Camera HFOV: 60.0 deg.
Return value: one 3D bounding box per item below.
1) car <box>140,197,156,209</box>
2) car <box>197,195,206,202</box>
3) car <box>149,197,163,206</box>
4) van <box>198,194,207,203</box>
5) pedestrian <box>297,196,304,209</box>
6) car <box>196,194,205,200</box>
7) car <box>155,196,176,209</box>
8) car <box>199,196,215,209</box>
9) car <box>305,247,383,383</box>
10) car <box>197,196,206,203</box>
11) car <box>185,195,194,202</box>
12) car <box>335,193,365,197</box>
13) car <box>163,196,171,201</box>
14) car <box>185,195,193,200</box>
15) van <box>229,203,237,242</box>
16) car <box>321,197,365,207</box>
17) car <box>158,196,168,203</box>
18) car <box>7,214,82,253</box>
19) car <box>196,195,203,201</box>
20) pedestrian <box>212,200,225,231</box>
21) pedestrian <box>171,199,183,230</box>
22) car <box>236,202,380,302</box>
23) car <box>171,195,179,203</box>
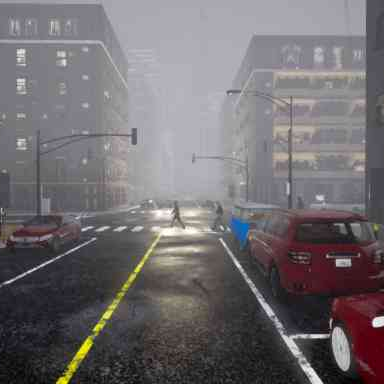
[{"bbox_3d":[-6.080,1.569,46.043,1.947,1.339,4.313,0,0,0],"label":"car"},{"bbox_3d":[2.255,1.571,51.625,1.947,1.339,4.313,0,0,0],"label":"car"},{"bbox_3d":[-6.173,1.574,57.090,1.947,1.339,4.313,0,0,0],"label":"car"},{"bbox_3d":[2.113,1.356,68.194,1.690,1.788,3.998,0,0,0],"label":"van"},{"bbox_3d":[5.893,1.139,18.199,0.375,1.860,0.375,0,0,0],"label":"pedestrian"},{"bbox_3d":[2.161,1.556,62.671,1.887,1.381,4.507,0,0,0],"label":"car"},{"bbox_3d":[-3.449,1.603,43.983,1.895,1.301,4.718,0,0,-1],"label":"car"},{"bbox_3d":[2.301,1.585,46.101,1.802,1.307,4.206,0,0,0],"label":"car"},{"bbox_3d":[2.667,1.544,2.652,1.887,1.381,4.507,0,0,0],"label":"car"},{"bbox_3d":[2.069,1.585,73.718,1.947,1.339,4.313,0,0,0],"label":"car"},{"bbox_3d":[-0.631,1.536,75.533,1.812,1.442,4.674,0,0,0],"label":"car"},{"bbox_3d":[15.484,1.031,33.350,5.009,1.841,2.192,-1,1,-1],"label":"car"},{"bbox_3d":[-6.405,1.609,84.706,1.802,1.307,4.206,0,0,0],"label":"car"},{"bbox_3d":[-0.715,1.455,85.569,1.895,1.301,4.718,0,0,0],"label":"car"},{"bbox_3d":[2.572,1.340,13.708,1.690,1.788,3.998,0,0,0],"label":"van"},{"bbox_3d":[13.373,1.368,30.739,4.718,1.301,1.895,-1,0,-1],"label":"car"},{"bbox_3d":[-6.312,1.563,73.660,1.887,1.381,4.507,0,0,0],"label":"car"},{"bbox_3d":[-5.807,1.581,13.639,1.802,1.307,4.206,0,0,0],"label":"car"},{"bbox_3d":[1.927,1.557,90.457,1.752,1.417,4.829,0,0,0],"label":"car"},{"bbox_3d":[1.503,1.292,18.856,0.375,1.860,0.375,0,0,0],"label":"pedestrian"},{"bbox_3d":[-0.895,1.292,19.439,0.375,1.860,0.375,0,0,0],"label":"pedestrian"},{"bbox_3d":[2.618,1.314,8.180,2.192,1.841,5.009,0,0,0],"label":"car"},{"bbox_3d":[-3.542,1.570,54.227,1.994,1.385,4.181,0,0,-1],"label":"car"}]
